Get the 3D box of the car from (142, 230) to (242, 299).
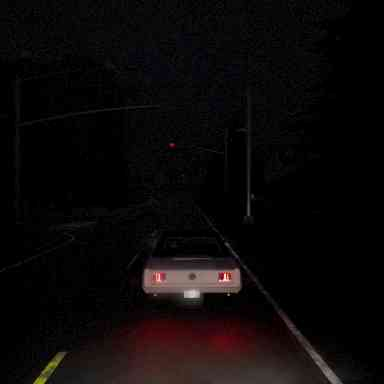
[{"bbox_3d":[-0.036,1.601,8.377,1.895,1.301,4.718,0,0,-1],"label":"car"}]
